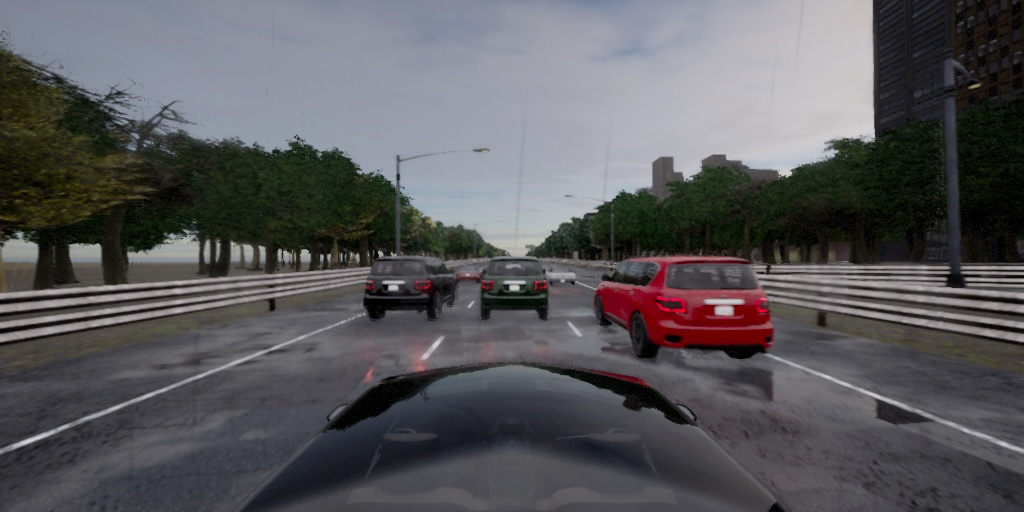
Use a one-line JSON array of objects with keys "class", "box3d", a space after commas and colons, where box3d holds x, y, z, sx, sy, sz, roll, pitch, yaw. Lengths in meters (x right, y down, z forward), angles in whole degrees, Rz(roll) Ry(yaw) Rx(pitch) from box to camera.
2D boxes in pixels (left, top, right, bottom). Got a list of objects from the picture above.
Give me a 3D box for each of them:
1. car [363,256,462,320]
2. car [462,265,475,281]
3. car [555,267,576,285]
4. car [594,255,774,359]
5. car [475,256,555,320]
[{"class": "car", "box3d": [-3.416, 1.035, 13.051, 2.150, 2.045, 5.566, 0, 0, 0]}, {"class": "car", "box3d": [-3.405, 1.431, 29.688, 1.994, 1.385, 4.181, 0, 0, 0]}, {"class": "car", "box3d": [3.587, 1.464, 27.394, 1.895, 1.301, 4.718, 0, 0, 0]}, {"class": "car", "box3d": [3.562, 1.013, 8.655, 2.150, 2.045, 5.566, 0, 0, 1]}, {"class": "car", "box3d": [0.087, 1.036, 13.096, 2.150, 2.045, 5.566, 0, 0, 0]}]
